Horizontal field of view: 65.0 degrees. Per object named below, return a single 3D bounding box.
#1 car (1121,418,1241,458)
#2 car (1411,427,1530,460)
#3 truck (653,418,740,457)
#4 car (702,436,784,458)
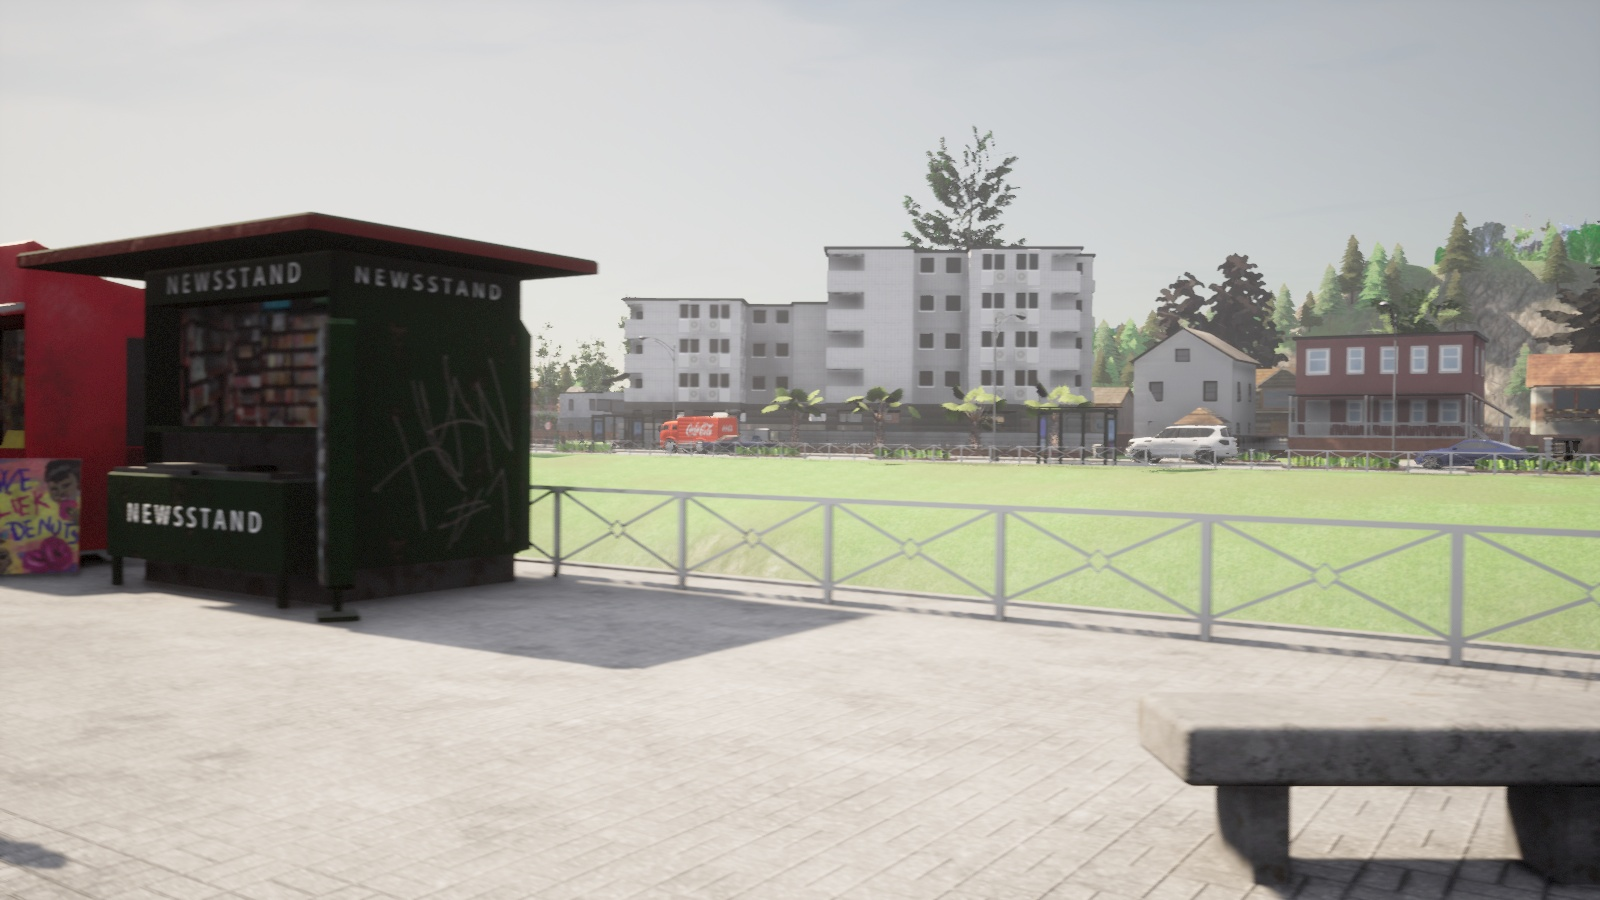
[{"bbox_3d":[19.757,-0.618,65.163,5.566,2.045,2.150,0,1,34],"label":"car"},{"bbox_3d":[30.851,-0.311,57.796,4.674,1.442,1.812,0,1,34],"label":"car"},{"bbox_3d":[-6.844,-0.824,82.840,5.204,2.467,2.627,0,1,34],"label":"truck"},{"bbox_3d":[-3.444,-0.171,75.790,4.718,1.301,1.895,0,1,34],"label":"car"}]
